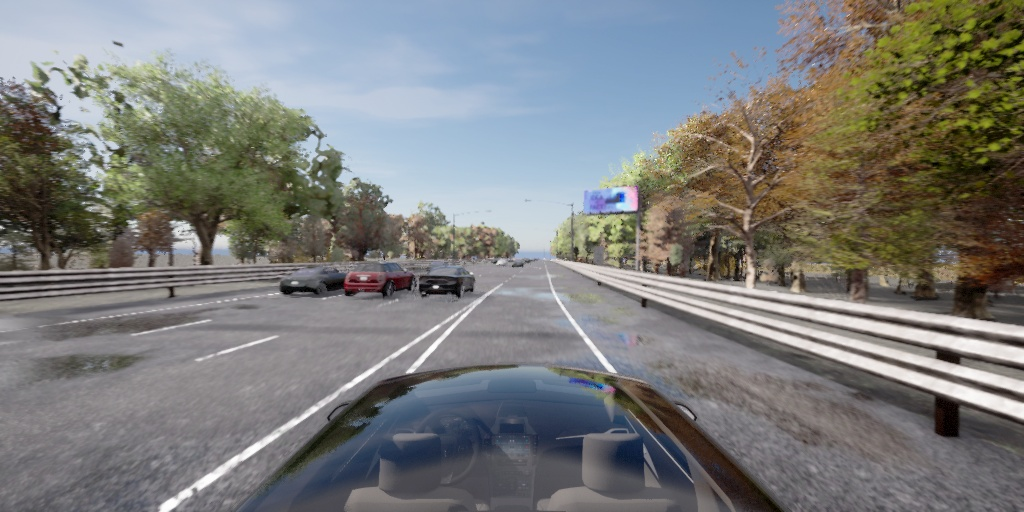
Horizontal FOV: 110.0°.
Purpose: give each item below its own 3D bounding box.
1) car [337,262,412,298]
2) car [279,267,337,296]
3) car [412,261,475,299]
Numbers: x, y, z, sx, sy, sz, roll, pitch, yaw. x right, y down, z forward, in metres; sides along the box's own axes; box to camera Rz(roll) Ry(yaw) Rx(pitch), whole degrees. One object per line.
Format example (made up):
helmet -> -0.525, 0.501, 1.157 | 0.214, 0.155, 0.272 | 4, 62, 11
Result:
car -> -6.617, 1.065, 18.544 | 2.097, 1.767, 4.553 | 1, 0, 5
car -> -10.098, 1.246, 18.964 | 1.994, 1.385, 4.181 | 1, 0, 5
car -> -3.137, 1.222, 18.256 | 1.882, 1.535, 5.008 | 0, 0, 5
